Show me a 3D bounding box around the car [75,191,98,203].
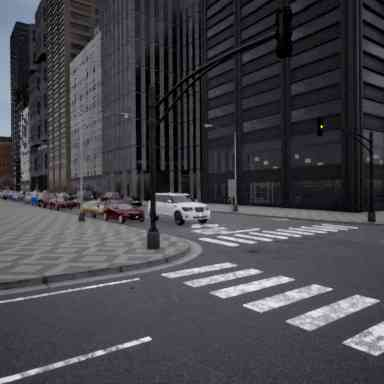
[{"bbox_3d":[-17.899,0.786,56.336,2.192,1.841,5.009,0,1,-36],"label":"car"}]

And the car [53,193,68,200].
[{"bbox_3d":[-27.807,0.847,69.997,1.887,1.381,4.507,0,1,-36],"label":"car"}]

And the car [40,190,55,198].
[{"bbox_3d":[-34.411,0.501,79.100,2.192,1.841,5.009,0,1,-36],"label":"car"}]

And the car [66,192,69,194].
[{"bbox_3d":[-21.905,0.824,57.300,2.097,1.767,4.553,-1,1,-36],"label":"car"}]

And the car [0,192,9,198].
[{"bbox_3d":[-44.618,0.771,78.653,1.887,1.381,4.507,0,1,-36],"label":"car"}]

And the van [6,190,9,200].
[{"bbox_3d":[-34.709,0.742,64.993,1.690,1.788,3.998,0,1,-36],"label":"van"}]

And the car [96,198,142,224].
[{"bbox_3d":[-4.988,1.413,24.017,1.887,1.381,4.507,0,1,-36],"label":"car"}]

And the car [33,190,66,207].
[{"bbox_3d":[-18.197,0.991,42.228,2.192,1.841,5.009,0,1,-36],"label":"car"}]

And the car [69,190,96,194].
[{"bbox_3d":[-15.725,0.793,48.847,2.150,2.045,5.566,-1,1,-38],"label":"car"}]

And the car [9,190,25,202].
[{"bbox_3d":[-31.408,0.898,60.441,1.967,1.590,4.097,0,1,-36],"label":"car"}]

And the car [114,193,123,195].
[{"bbox_3d":[-7.993,1.194,42.680,1.947,1.339,4.313,0,1,-36],"label":"car"}]

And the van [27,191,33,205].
[{"bbox_3d":[-21.500,0.965,46.781,1.690,1.788,3.998,0,1,-36],"label":"van"}]

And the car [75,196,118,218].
[{"bbox_3d":[-8.191,1.349,28.432,1.752,1.417,4.829,0,1,-36],"label":"car"}]

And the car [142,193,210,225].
[{"bbox_3d":[-1.078,1.082,23.303,2.150,2.045,5.566,-1,1,-36],"label":"car"}]

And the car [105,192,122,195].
[{"bbox_3d":[-11.295,0.892,47.231,2.192,1.841,5.009,0,1,-36],"label":"car"}]

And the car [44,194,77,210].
[{"bbox_3d":[-14.896,1.271,37.676,1.887,1.381,4.507,0,1,-36],"label":"car"}]

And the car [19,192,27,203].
[{"bbox_3d":[-24.804,1.121,51.336,2.008,1.369,4.403,0,1,-36],"label":"car"}]

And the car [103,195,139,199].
[{"bbox_3d":[-7.089,1.324,31.601,2.033,1.411,5.357,-1,1,-35],"label":"car"}]

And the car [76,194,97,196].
[{"bbox_3d":[-12.980,1.254,39.748,1.994,1.385,4.181,-1,1,-35],"label":"car"}]

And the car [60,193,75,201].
[{"bbox_3d":[-24.505,0.941,65.444,1.802,1.307,4.206,0,1,-36],"label":"car"}]

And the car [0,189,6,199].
[{"bbox_3d":[-38.012,0.658,69.545,2.192,1.841,5.009,0,1,-36],"label":"car"}]
